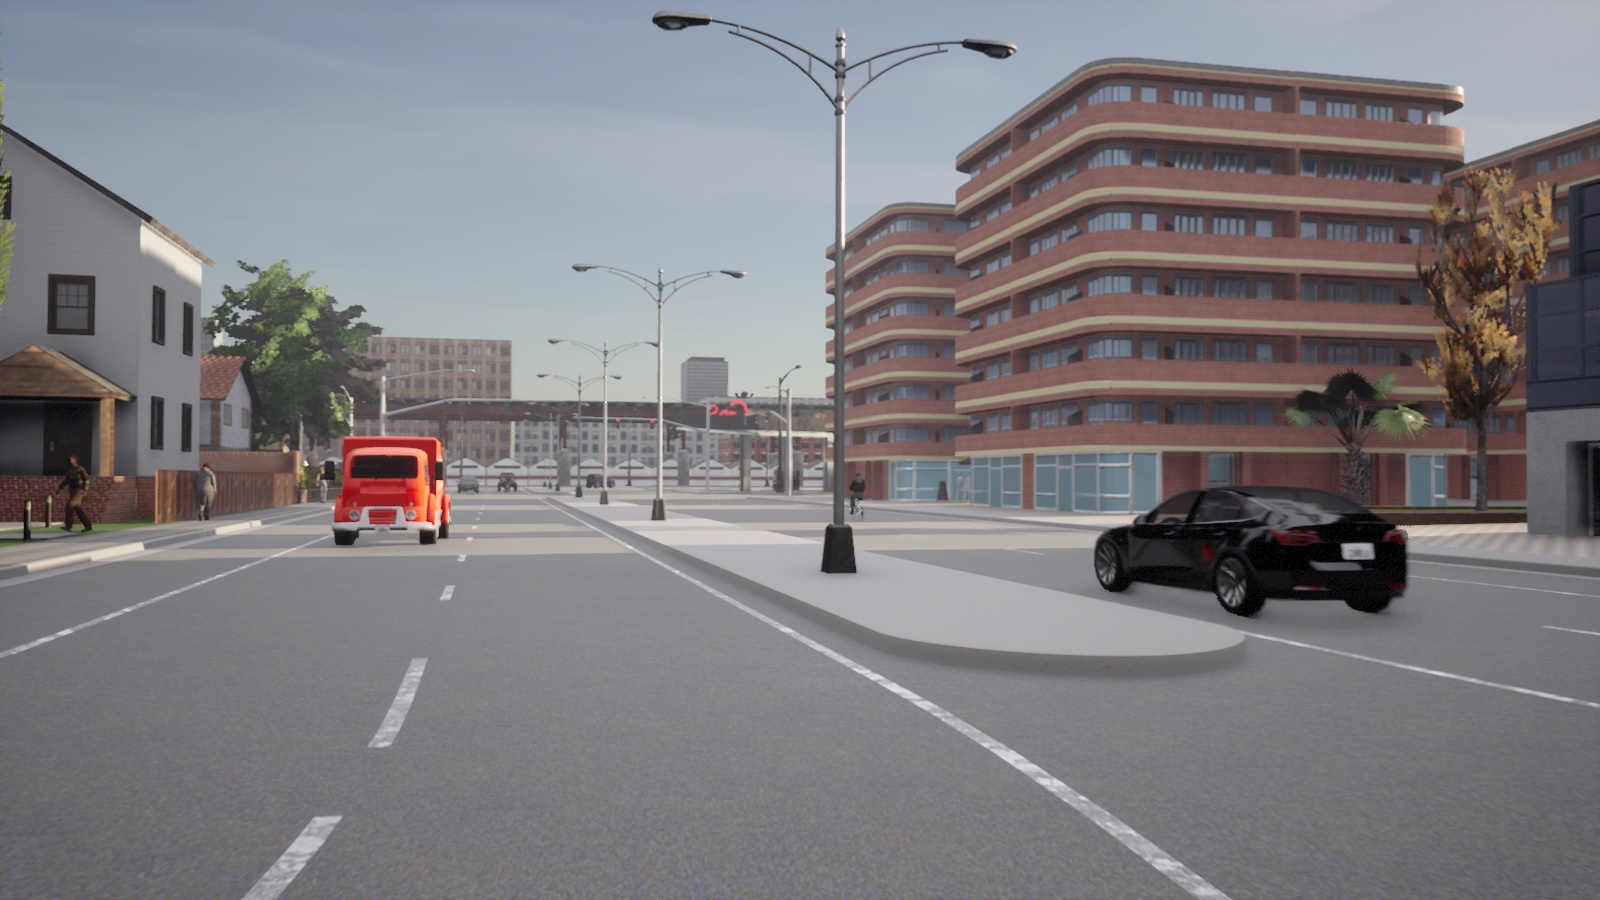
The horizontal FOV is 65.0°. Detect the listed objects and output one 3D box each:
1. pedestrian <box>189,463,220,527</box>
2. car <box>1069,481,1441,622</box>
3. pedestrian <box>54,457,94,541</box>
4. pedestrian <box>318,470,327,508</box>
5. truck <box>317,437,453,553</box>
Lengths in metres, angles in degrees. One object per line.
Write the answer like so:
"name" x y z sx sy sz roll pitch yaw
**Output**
"pedestrian" -18.329 1.389 38.676 0.659 1.952 0.873 0 -1 -12
"car" 5.514 1.150 16.062 2.163 1.488 4.792 0 -1 -14
"pedestrian" -16.742 1.122 28.962 0.395 1.930 0.692 -1 -2 35
"pedestrian" -23.391 1.905 61.517 0.345 1.836 0.594 0 -1 -13
"truck" -9.596 1.015 29.530 2.627 2.467 5.204 0 -1 -14
